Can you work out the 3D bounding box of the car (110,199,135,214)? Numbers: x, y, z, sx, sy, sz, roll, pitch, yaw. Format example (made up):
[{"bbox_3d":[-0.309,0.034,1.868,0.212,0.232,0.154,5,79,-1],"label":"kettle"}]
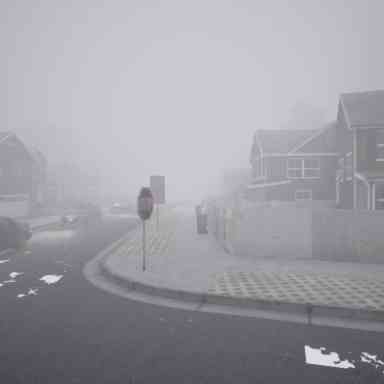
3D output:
[{"bbox_3d":[-7.403,1.519,35.948,1.812,1.442,4.674,-1,0,2],"label":"car"}]

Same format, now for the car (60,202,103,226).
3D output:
[{"bbox_3d":[-7.691,1.501,23.543,2.128,1.511,4.902,-1,0,0],"label":"car"}]

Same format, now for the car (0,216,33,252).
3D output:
[{"bbox_3d":[-7.518,1.571,11.648,2.033,1.411,5.357,-1,0,-2],"label":"car"}]
